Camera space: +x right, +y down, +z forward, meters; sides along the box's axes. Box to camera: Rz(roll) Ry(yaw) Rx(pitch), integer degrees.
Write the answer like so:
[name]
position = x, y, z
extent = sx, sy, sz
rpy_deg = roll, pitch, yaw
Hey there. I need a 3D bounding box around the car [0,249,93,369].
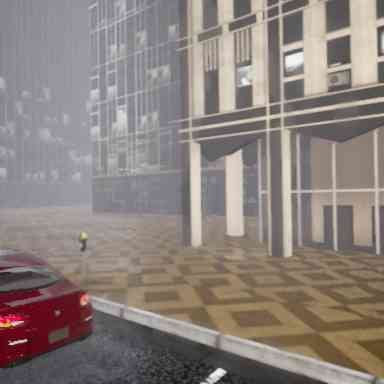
[car]
position = -3.301, 1.580, 5.244
extent = 4.206, 1.307, 1.802
rpy_deg = 0, -1, 36
